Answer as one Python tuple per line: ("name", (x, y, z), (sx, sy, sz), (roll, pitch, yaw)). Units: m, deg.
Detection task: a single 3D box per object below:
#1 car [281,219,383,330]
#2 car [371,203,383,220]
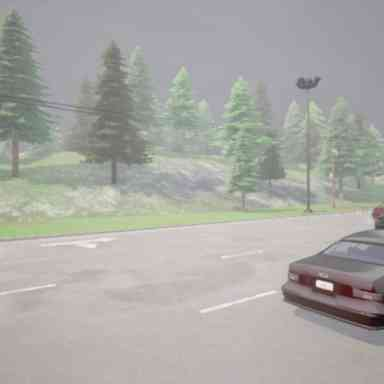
("car", (4.115, 1.480, 6.660), (5.357, 1.411, 2.033), (-1, 0, -35))
("car", (10.140, 1.365, 15.266), (4.674, 1.442, 1.812), (-1, 0, -35))
